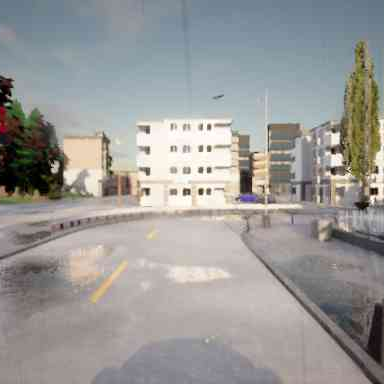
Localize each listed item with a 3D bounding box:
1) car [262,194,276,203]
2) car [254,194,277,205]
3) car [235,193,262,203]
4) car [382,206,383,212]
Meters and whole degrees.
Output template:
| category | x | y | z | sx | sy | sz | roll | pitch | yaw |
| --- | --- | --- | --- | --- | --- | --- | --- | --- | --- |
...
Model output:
| category | x | y | z | sx | sy | sz | roll | pitch | yaw |
| --- | --- | --- | --- | --- | --- | --- | --- | --- | --- |
| car | 11.144 | 0.926 | 50.107 | 1.853 | 1.218 | 4.536 | 0 | 1 | 30 |
| car | 11.170 | 1.083 | 50.154 | 2.038 | 1.542 | 4.974 | 0 | 1 | 30 |
| car | 8.373 | 0.834 | 50.497 | 3.633 | 1.501 | 1.845 | 0 | 1 | 11 |
| car | 17.830 | 1.214 | 26.638 | 4.674 | 1.442 | 1.812 | 0 | 1 | 1 |
